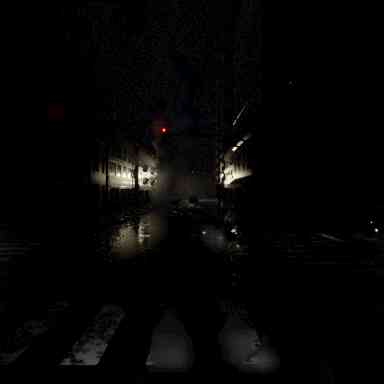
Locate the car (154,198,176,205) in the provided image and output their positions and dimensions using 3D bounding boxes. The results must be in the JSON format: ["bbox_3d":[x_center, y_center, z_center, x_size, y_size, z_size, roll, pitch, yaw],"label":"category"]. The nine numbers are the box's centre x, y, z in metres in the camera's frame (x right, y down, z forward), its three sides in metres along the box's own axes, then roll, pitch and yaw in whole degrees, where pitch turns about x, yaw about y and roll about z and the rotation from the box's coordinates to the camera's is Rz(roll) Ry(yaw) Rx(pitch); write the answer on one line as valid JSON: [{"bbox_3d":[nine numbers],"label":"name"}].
[{"bbox_3d":[-2.986,1.574,34.448,1.994,1.385,4.181,0,0,0],"label":"car"}]

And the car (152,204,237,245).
[{"bbox_3d":[-0.067,1.544,15.991,2.033,1.411,5.357,0,0,-28],"label":"car"}]

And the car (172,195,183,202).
[{"bbox_3d":[-2.797,1.304,64.822,1.895,1.301,4.718,0,0,0],"label":"car"}]

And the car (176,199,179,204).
[{"bbox_3d":[-2.925,1.628,49.090,1.895,1.301,4.718,0,0,0],"label":"car"}]

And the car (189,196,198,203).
[{"bbox_3d":[0.297,1.546,71.084,1.882,1.535,5.008,0,0,0],"label":"car"}]

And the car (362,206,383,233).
[{"bbox_3d":[11.369,1.383,15.707,5.357,1.411,2.033,-1,0,0],"label":"car"}]
